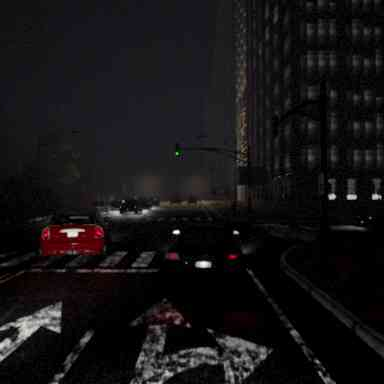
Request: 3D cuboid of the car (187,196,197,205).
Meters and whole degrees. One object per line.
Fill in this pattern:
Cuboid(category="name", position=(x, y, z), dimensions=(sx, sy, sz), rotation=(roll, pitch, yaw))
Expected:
Cuboid(category="car", position=(0.014, 1.698, 64.640), dimensions=(2.033, 1.411, 5.357), rotation=(0, 0, 0))

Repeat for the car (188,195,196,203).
Cuboid(category="car", position=(0.016, 1.564, 75.063), dimensions=(1.882, 1.535, 5.008), rotation=(0, 0, 0))

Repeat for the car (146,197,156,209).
Cuboid(category="car", position=(-6.555, 1.666, 45.466), dimensions=(1.895, 1.301, 4.718), rotation=(0, 0, 1))

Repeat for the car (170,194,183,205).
Cuboid(category="car", position=(-3.236, 1.628, 64.642), dimensions=(1.882, 1.535, 5.008), rotation=(0, 0, 0))

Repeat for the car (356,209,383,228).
Cuboid(category="car", position=(13.460, 1.500, 21.156), dimensions=(5.357, 1.411, 2.033), rotation=(0, -2, -1))

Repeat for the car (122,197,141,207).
Cuboid(category="car", position=(-9.748, 1.588, 53.605), dimensions=(2.128, 1.511, 4.902), rotation=(0, 0, 0))

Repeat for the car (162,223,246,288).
Cuboid(category="car", position=(0.386, 1.563, 9.309), dimensions=(1.994, 1.385, 4.181), rotation=(0, 0, 4))

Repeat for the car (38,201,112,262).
Cuboid(category="car", position=(-4.228, 1.354, 12.494), dimensions=(2.097, 1.767, 4.553), rotation=(0, 0, -13))

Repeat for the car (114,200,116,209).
Cuboid(category="car", position=(-9.812, 1.660, 43.574), dimensions=(1.895, 1.301, 4.718), rotation=(0, 0, 1))

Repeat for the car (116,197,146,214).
Cuboid(category="car", position=(-6.579, 1.544, 36.210), dimensions=(1.837, 1.490, 4.892), rotation=(0, 0, 0))

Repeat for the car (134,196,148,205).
Cuboid(category="car", position=(-9.736, 1.624, 63.879), dimensions=(1.882, 1.535, 5.008), rotation=(0, 0, 0))

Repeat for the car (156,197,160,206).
Cuboid(category="car", position=(-6.488, 1.598, 55.937), dimensions=(2.128, 1.511, 4.902), rotation=(0, 0, 0))

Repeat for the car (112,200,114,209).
Cuboid(category="car", position=(-9.834, 1.636, 34.408), dimensions=(1.895, 1.301, 4.718), rotation=(0, 0, 0))
